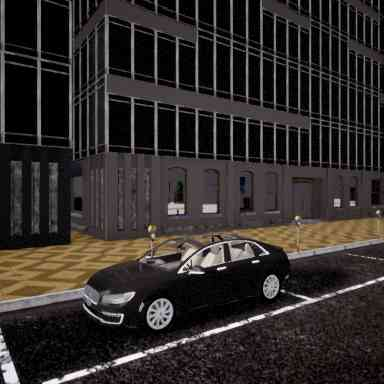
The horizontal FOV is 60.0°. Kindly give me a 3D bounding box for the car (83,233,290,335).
[{"bbox_3d":[0.113,1.551,6.639,4.403,1.369,2.008,0,0,-35],"label":"car"}]
